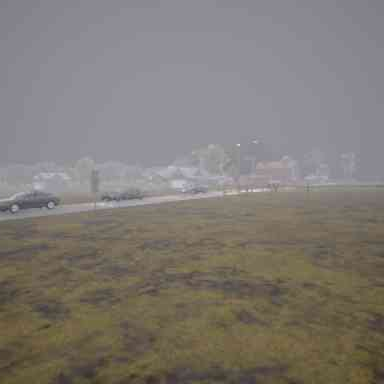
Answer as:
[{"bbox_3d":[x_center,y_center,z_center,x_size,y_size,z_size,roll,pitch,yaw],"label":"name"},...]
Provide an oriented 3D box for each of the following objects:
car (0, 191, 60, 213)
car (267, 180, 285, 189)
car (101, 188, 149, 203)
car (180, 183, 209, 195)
[{"bbox_3d":[-12.936,0.722,26.244,1.837,1.490,4.892,1,3,36],"label":"car"},{"bbox_3d":[15.156,-1.342,59.844,1.882,1.535,5.008,1,3,36],"label":"car"},{"bbox_3d":[-6.869,0.257,34.576,2.033,1.411,5.357,1,3,36],"label":"car"},{"bbox_3d":[0.343,-0.393,44.467,2.128,1.511,4.902,1,4,36],"label":"car"}]
